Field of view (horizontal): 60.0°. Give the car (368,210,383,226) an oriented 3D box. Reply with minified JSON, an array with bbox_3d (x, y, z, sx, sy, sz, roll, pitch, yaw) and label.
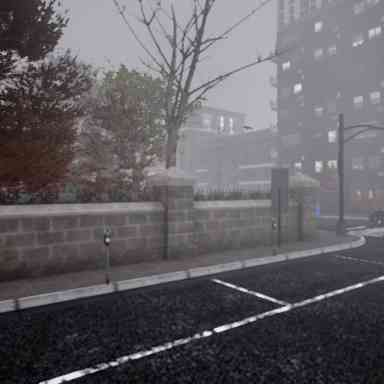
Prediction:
[{"bbox_3d":[14.330,1.481,22.394,2.097,1.767,4.553,-1,-1,-23],"label":"car"}]

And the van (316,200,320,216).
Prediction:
[{"bbox_3d":[10.518,1.630,32.695,1.690,1.788,3.998,-1,0,-36],"label":"van"}]
